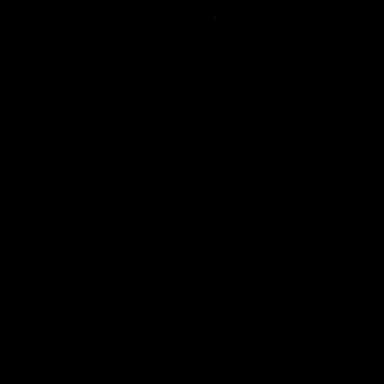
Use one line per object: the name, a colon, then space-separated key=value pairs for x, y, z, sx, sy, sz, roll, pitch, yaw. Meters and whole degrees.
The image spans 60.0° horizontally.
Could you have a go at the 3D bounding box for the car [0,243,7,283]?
car: x=-6.311 y=1.416 z=8.230 sx=3.806 sy=1.475 sz=1.970 roll=0 pitch=0 yaw=37
